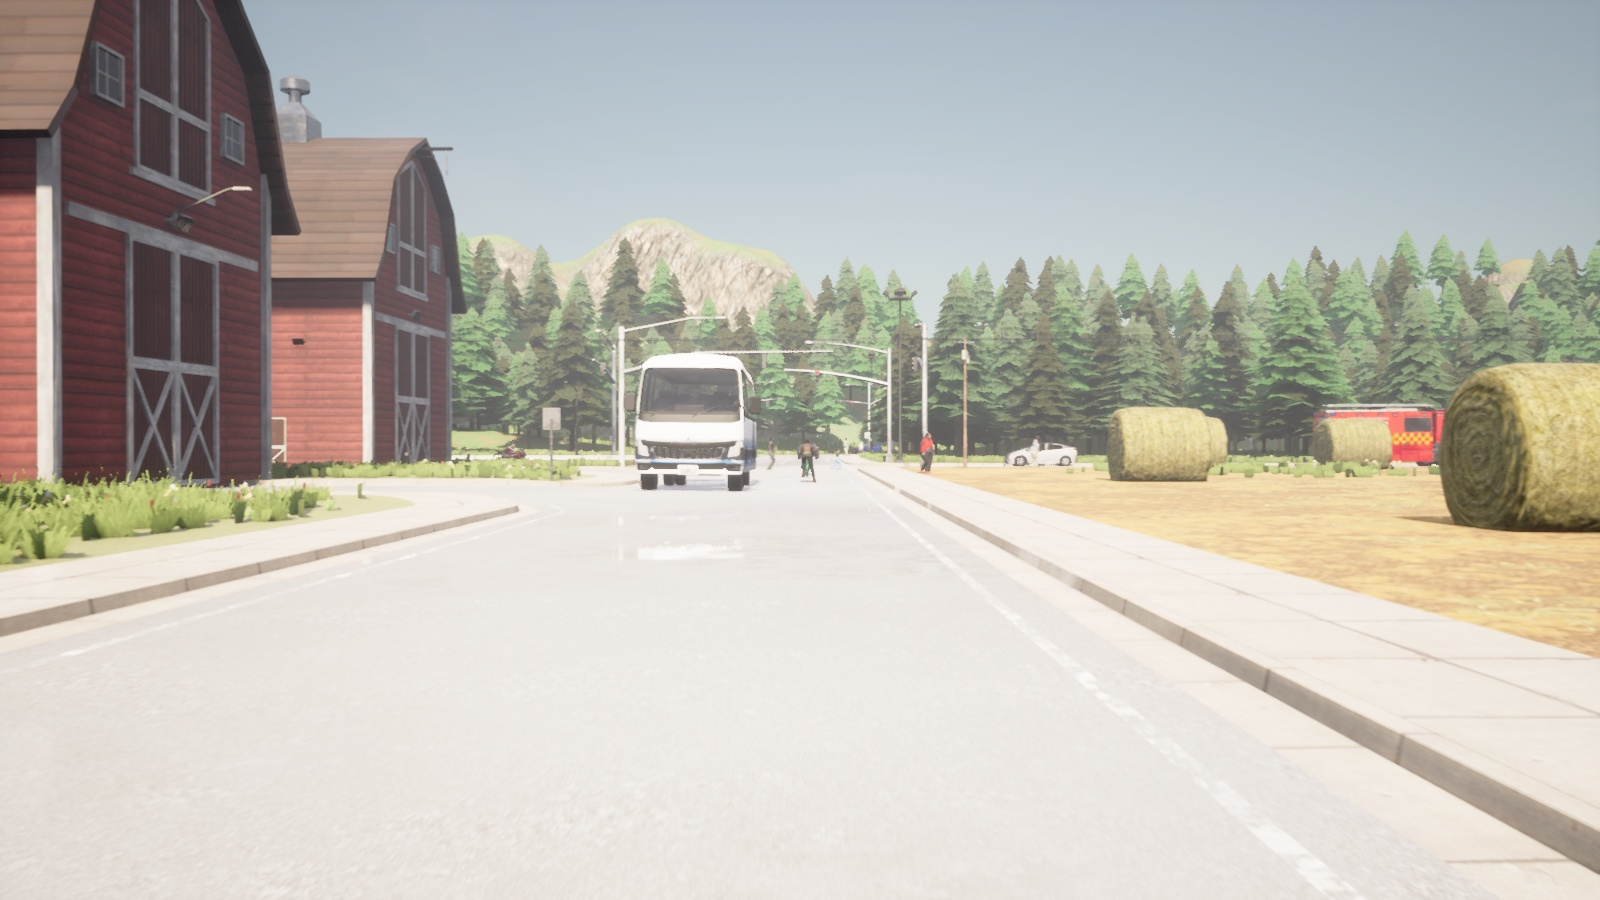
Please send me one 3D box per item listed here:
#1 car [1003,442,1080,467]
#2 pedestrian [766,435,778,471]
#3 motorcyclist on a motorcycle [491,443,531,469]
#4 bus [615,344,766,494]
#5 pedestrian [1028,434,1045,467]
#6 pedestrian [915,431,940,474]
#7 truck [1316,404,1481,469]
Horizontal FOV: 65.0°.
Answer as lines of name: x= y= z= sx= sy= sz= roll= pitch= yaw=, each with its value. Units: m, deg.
car: x=15.156 y=0.287 z=78.954 sx=4.514 sy=1.525 sz=2.007 roll=0 pitch=0 yaw=1
pedestrian: x=-1.527 y=0.161 z=68.635 sx=0.666 sy=1.930 sz=0.402 roll=0 pitch=0 yaw=-2
motorcyclist on a motorcycle: x=-17.525 y=0.365 z=76.215 sx=2.191 sy=1.530 sz=0.866 roll=0 pitch=0 yaw=1
bus: x=-3.270 y=-0.881 z=41.037 sx=3.944 sy=4.253 sz=10.273 roll=1 pitch=0 yaw=0
pedestrian: x=13.301 y=0.035 z=70.652 sx=0.900 sy=1.855 sz=0.874 roll=0 pitch=0 yaw=14
pedestrian: x=5.509 y=0.106 z=54.194 sx=0.634 sy=1.844 sz=0.899 roll=0 pitch=0 yaw=-42
truck: x=35.626 y=-0.784 z=74.972 sx=8.468 sy=3.827 sz=2.891 roll=0 pitch=0 yaw=1
